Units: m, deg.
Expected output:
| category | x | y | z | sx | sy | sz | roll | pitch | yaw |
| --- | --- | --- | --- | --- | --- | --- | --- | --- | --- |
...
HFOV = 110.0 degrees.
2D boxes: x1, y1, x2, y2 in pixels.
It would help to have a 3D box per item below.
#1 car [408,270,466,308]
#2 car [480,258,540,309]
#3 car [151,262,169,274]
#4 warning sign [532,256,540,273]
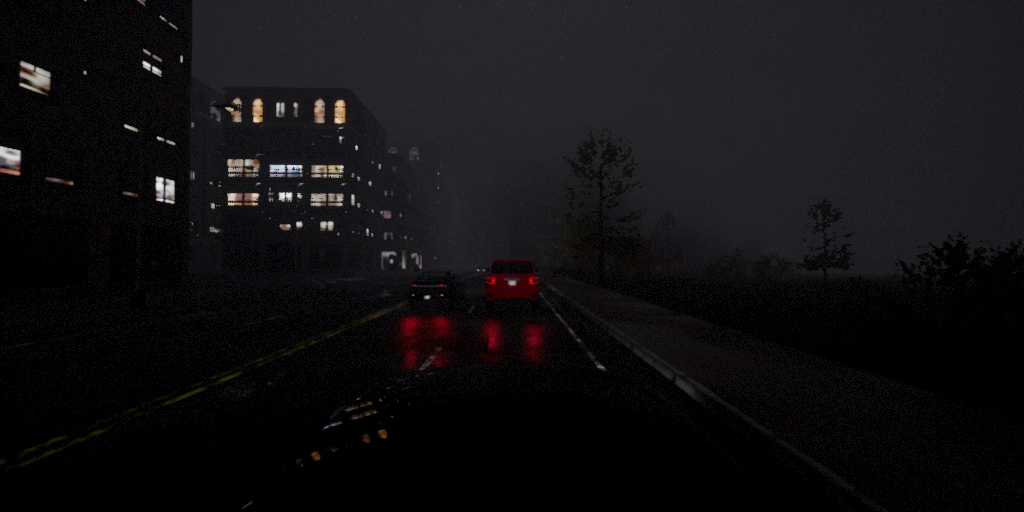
| category | x | y | z | sx | sy | sz | roll | pitch | yaw |
| --- | --- | --- | --- | --- | --- | --- | --- | --- | --- |
| car | -3.232 | 1.386 | 16.138 | 2.128 | 1.511 | 4.902 | 0 | 0 | 0 |
| car | 0.014 | 1.107 | 15.843 | 2.150 | 2.045 | 5.566 | 0 | 0 | 0 |
| car | -37.642 | 1.225 | 36.662 | 4.207 | 1.307 | 1.802 | 0 | 0 | -2 |
| warning sign | 2.894 | 1.343 | 49.475 | 1.300 | 1.860 | 1.060 | 0 | 0 | 0 |
